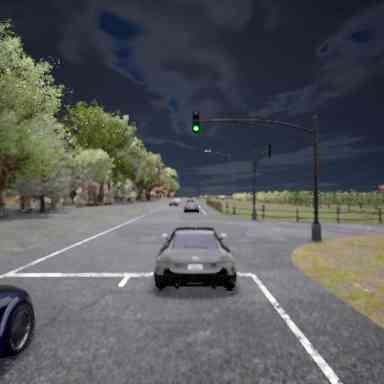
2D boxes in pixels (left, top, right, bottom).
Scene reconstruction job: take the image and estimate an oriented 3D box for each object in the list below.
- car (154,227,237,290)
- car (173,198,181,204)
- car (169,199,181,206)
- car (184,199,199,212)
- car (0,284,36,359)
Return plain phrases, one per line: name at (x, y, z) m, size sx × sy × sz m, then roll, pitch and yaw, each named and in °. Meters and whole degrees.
car at (0.071, 1.667, 9.421) m, size 1.994 × 1.385 × 4.181 m, roll 0°, pitch -1°, yaw 0°
car at (-3.802, 2.431, 86.633) m, size 1.812 × 1.442 × 4.674 m, roll 0°, pitch -1°, yaw 0°
car at (-3.718, 2.329, 69.682) m, size 1.895 × 1.301 × 4.718 m, roll 0°, pitch -1°, yaw 0°
car at (-0.058, 2.050, 45.752) m, size 1.994 × 1.385 × 4.181 m, roll 0°, pitch -1°, yaw 0°
car at (-3.408, 1.603, 3.484) m, size 1.994 × 1.385 × 4.181 m, roll 0°, pitch -1°, yaw 0°
